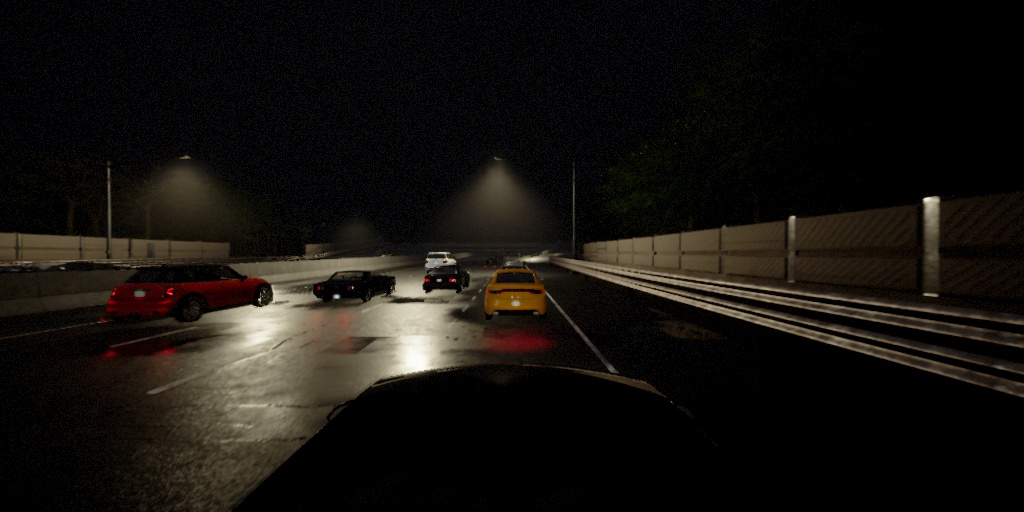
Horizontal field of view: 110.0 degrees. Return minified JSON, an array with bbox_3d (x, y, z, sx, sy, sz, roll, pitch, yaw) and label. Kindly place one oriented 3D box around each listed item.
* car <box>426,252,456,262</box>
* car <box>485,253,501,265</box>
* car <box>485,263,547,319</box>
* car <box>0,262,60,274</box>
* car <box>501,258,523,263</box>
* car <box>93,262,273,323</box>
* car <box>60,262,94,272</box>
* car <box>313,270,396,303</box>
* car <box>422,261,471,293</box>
[{"bbox_3d":[-6.782,0.653,34.618,2.150,2.045,5.566,0,1,0],"label":"car"},{"bbox_3d":[-3.192,0.658,56.682,1.812,1.442,4.674,0,1,1],"label":"car"},{"bbox_3d":[0.116,1.182,12.670,1.882,1.535,5.008,0,0,0],"label":"car"},{"bbox_3d":[-21.082,1.175,13.382,1.882,1.535,5.008,0,0,0],"label":"car"},{"bbox_3d":[0.194,1.082,31.009,1.895,1.301,4.718,0,1,0],"label":"car"},{"bbox_3d":[-10.384,1.060,12.127,2.097,1.767,4.553,0,0,0],"label":"car"},{"bbox_3d":[-24.560,1.102,20.190,1.882,1.535,5.008,0,1,0],"label":"car"},{"bbox_3d":[-6.874,1.272,16.288,1.895,1.301,4.718,0,1,0],"label":"car"},{"bbox_3d":[-3.464,1.183,19.679,2.033,1.411,5.357,0,1,0],"label":"car"}]
